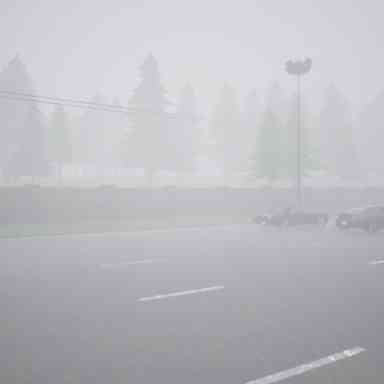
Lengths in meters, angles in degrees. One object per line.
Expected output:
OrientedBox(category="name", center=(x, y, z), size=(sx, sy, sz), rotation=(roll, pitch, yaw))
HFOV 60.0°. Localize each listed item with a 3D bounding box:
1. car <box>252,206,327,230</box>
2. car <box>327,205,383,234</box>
OrientedBox(category="car", center=(6.096, 1.522, 20.286), size=(4.718, 1.301, 1.895), rotation=(0, 0, -27))
OrientedBox(category="car", center=(9.946, 1.443, 18.347), size=(4.674, 1.442, 1.812), rotation=(0, 0, -27))
